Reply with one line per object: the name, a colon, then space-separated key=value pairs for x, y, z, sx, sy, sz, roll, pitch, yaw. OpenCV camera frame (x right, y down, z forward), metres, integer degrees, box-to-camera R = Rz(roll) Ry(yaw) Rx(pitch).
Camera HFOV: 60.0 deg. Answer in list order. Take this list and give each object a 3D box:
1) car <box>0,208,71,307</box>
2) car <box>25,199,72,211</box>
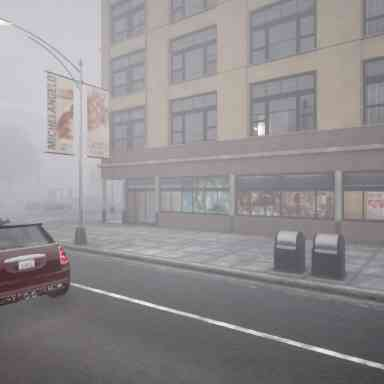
car: x=-4.763 y=1.352 z=7.369 sx=4.553 sy=1.767 sz=2.097 roll=0 pitch=0 yaw=36
car: x=-15.276 y=1.491 z=35.672 sx=2.128 sy=1.511 sz=4.902 roll=0 pitch=0 yaw=36
